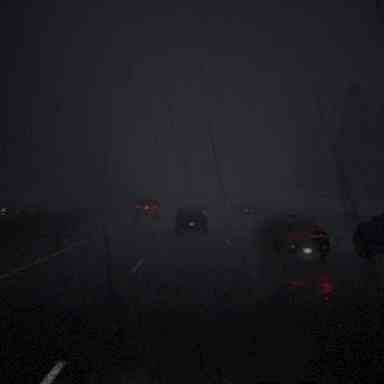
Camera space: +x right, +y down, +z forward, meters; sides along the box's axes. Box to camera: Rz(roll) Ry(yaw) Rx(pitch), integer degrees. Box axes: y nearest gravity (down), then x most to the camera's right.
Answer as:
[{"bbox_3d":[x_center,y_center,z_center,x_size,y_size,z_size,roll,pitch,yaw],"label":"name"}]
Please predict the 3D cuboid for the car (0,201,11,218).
[{"bbox_3d":[-19.195,1.717,33.851,2.097,1.767,4.553,0,0,-9],"label":"car"}]

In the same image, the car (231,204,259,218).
[{"bbox_3d":[5.633,1.931,35.484,2.033,1.411,5.357,0,-1,-8],"label":"car"}]

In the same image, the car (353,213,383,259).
[{"bbox_3d":[7.100,1.332,10.091,2.150,2.045,5.566,0,0,0],"label":"car"}]

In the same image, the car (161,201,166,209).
[{"bbox_3d":[-5.482,2.117,54.793,1.812,1.442,4.674,0,-1,-16],"label":"car"}]

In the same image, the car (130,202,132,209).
[{"bbox_3d":[-8.870,2.072,53.892,2.128,1.511,4.902,0,-1,-16],"label":"car"}]

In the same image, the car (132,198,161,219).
[{"bbox_3d":[-4.549,1.576,33.051,2.150,2.045,5.566,1,-1,-8],"label":"car"}]

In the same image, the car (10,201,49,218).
[{"bbox_3d":[-15.434,1.828,32.371,1.882,1.535,5.008,0,-1,-8],"label":"car"}]

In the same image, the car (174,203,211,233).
[{"bbox_3d":[-0.150,1.710,21.432,1.882,1.535,5.008,0,-1,-3],"label":"car"}]

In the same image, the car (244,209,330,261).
[{"bbox_3d":[3.580,1.631,12.785,2.128,1.511,4.902,0,-1,-1],"label":"car"}]
